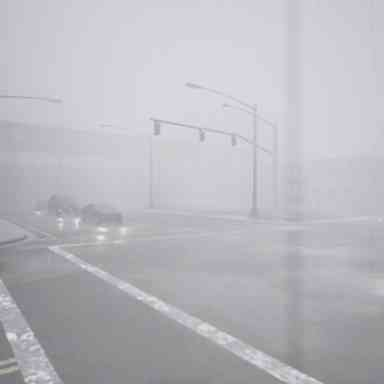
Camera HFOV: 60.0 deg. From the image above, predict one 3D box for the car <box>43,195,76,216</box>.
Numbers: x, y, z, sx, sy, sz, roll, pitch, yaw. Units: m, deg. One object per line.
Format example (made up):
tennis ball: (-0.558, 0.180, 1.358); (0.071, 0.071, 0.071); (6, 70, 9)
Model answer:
car: (-13.299, 1.348, 34.303); (2.150, 2.045, 5.566); (1, 0, -36)

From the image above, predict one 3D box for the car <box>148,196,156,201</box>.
car: (-11.124, 1.817, 92.881); (1.853, 1.218, 4.536); (0, 0, -5)

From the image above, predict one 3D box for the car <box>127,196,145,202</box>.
car: (-14.851, 1.946, 92.809); (4.974, 1.542, 2.038); (0, 0, 25)

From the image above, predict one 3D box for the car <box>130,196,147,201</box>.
car: (-14.897, 1.788, 92.832); (4.536, 1.218, 1.853); (0, 0, 25)

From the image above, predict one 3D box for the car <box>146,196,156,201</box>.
car: (-11.120, 1.974, 92.828); (2.038, 1.542, 4.974); (0, 0, -5)

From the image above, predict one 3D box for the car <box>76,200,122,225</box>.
car: (-7.061, 1.595, 25.686); (1.882, 1.535, 5.008); (1, 0, -36)

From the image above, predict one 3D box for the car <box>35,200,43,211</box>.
car: (-19.319, 1.687, 43.312); (2.033, 1.411, 5.357); (1, 0, -28)
